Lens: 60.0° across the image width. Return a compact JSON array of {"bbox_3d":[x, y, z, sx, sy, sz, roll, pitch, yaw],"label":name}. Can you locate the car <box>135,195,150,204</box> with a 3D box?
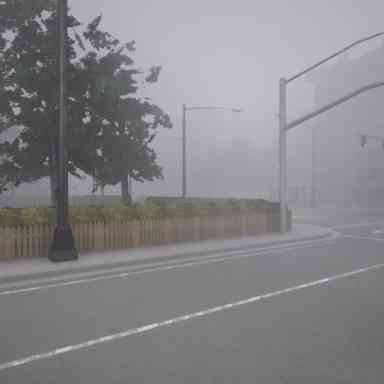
[{"bbox_3d":[-7.391,1.336,53.553,2.097,1.767,4.553,0,0,-35],"label":"car"}]
